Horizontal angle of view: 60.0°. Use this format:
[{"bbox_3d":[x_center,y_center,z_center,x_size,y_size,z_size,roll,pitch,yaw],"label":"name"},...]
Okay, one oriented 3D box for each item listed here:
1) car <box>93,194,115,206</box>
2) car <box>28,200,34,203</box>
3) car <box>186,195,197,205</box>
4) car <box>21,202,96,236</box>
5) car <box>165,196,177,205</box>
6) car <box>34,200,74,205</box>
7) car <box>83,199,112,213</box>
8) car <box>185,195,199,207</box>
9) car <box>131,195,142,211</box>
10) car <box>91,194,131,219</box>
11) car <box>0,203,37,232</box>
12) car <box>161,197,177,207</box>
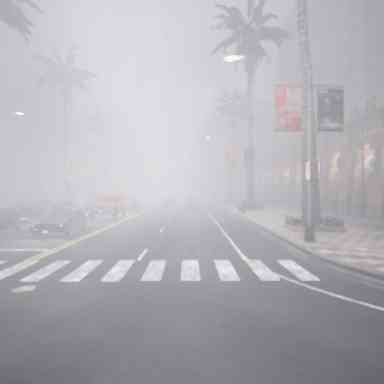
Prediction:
[{"bbox_3d":[-13.619,1.243,51.576,2.185,1.767,4.553,0,0,-1],"label":"car"},{"bbox_3d":[-13.691,1.449,29.645,2.161,1.482,4.786,0,0,-1],"label":"car"},{"bbox_3d":[-0.100,1.378,58.999,1.837,1.490,4.892,0,0,-1],"label":"car"},{"bbox_3d":[-7.123,1.508,18.453,2.033,1.411,5.357,0,0,-4],"label":"car"},{"bbox_3d":[-3.600,1.474,58.991,1.895,1.301,4.718,0,0,-1],"label":"car"},{"bbox_3d":[-10.587,1.447,27.000,1.837,1.490,4.892,0,0,0],"label":"car"},{"bbox_3d":[-10.518,1.520,37.292,1.895,1.301,4.718,0,0,1],"label":"car"},{"bbox_3d":[0.012,1.443,48.532,2.033,1.411,5.357,0,0,-1],"label":"car"},{"bbox_3d":[-7.016,1.408,38.917,2.128,1.511,4.902,0,0,1],"label":"car"},{"bbox_3d":[-7.078,1.160,28.507,2.150,2.045,5.566,0,0,0],"label":"car"},{"bbox_3d":[-10.597,1.509,17.535,2.033,1.411,5.357,0,0,0],"label":"car"},{"bbox_3d":[-3.488,1.443,48.552,2.033,1.411,5.357,0,0,-1],"label":"car"}]
